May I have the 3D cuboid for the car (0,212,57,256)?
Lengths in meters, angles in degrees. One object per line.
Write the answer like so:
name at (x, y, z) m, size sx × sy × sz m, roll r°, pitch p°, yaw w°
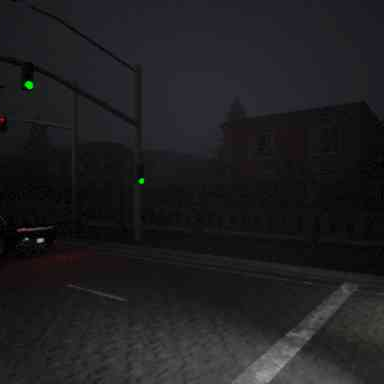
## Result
car at (-7.572, 1.586, 13.688) m, size 4.902 × 1.511 × 2.128 m, roll 0°, pitch 0°, yaw 35°
